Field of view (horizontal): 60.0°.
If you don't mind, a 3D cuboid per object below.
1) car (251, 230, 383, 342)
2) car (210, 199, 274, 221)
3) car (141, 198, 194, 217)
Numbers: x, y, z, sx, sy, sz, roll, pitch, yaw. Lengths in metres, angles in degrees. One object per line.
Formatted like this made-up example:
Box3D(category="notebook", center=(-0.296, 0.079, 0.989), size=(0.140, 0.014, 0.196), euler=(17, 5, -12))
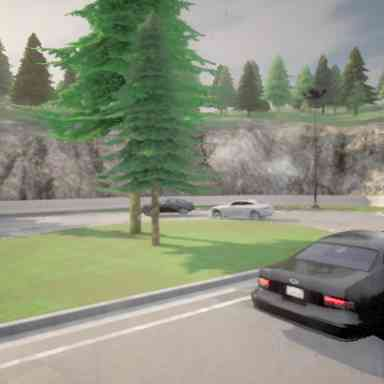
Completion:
Box3D(category="car", center=(3.493, 1.449, 6.294), size=(5.357, 1.411, 2.033), euler=(-1, 1, -37))
Box3D(category="car", center=(3.591, 1.260, 24.343), size=(4.674, 1.442, 1.812), euler=(0, 0, 27))
Box3D(category="car", center=(-2.248, 1.256, 28.437), size=(4.902, 1.511, 2.128), euler=(-1, 0, -6))
